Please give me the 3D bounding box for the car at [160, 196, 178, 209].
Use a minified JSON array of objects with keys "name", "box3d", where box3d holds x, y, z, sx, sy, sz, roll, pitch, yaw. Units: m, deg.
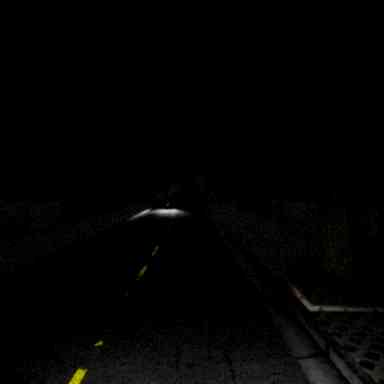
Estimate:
[{"name":"car","box3d":[-2.748,1.205,40.612,2.128,1.511,4.902,0,1,1]}]
